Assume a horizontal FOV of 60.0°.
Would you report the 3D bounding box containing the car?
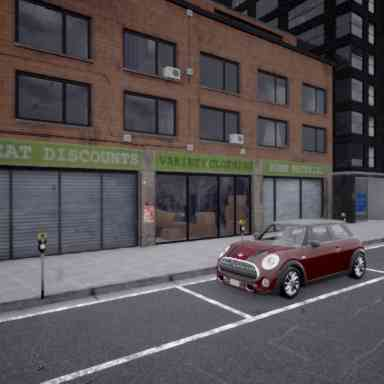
[{"bbox_3d":[2.542,1.439,8.376,4.097,1.590,1.967,0,0,-36],"label":"car"}]
